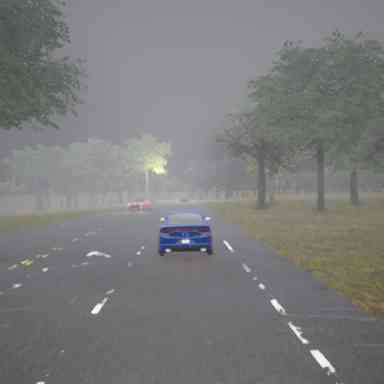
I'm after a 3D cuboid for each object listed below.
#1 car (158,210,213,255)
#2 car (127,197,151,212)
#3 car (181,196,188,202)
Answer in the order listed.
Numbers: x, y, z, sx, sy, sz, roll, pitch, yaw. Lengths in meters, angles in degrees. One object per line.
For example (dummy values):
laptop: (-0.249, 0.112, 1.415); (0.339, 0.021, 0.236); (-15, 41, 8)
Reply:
car: (-0.270, 1.469, 13.370); (1.882, 1.535, 5.008); (-1, 0, -1)
car: (-6.617, 1.466, 41.724); (2.097, 1.767, 4.553); (-1, 0, 6)
car: (-1.904, 1.757, 83.152); (2.033, 1.411, 5.357); (-1, -1, -1)
